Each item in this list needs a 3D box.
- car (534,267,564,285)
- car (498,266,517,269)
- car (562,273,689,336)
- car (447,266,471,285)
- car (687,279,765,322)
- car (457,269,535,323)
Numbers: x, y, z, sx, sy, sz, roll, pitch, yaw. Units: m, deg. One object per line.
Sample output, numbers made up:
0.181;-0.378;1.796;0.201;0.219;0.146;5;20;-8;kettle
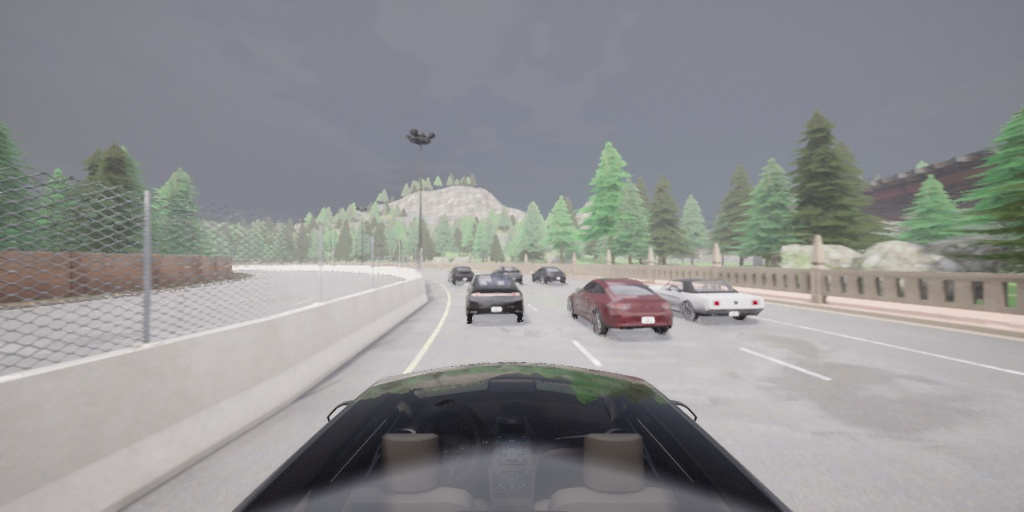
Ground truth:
3.026;1.609;30.241;1.812;1.442;4.674;0;-1;-15;car
-0.502;1.589;29.881;2.128;1.511;4.902;0;-1;-16;car
3.003;1.370;10.709;1.812;1.442;4.674;0;-1;-5;car
-4.400;1.634;30.782;1.837;1.490;4.892;0;-1;-16;car
6.364;1.454;12.829;1.895;1.301;4.718;0;-1;-6;car
-0.715;1.383;12.916;2.128;1.511;4.902;0;-1;-6;car
